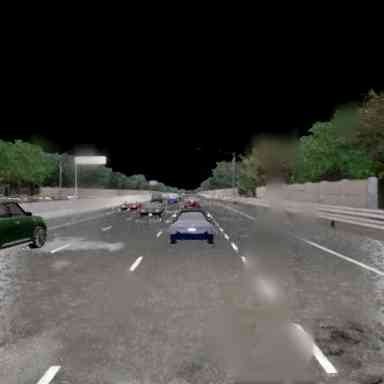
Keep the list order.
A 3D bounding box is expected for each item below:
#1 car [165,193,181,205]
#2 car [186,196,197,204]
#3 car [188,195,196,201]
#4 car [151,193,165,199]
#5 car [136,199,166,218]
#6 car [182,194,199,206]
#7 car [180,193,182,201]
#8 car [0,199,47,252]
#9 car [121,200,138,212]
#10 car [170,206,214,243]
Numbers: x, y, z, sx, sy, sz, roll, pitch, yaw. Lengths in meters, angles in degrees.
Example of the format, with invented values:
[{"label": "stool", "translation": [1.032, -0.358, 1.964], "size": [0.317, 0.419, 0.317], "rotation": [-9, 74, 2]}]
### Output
[{"label": "car", "translation": [-3.505, 1.520, 62.162], "size": [1.882, 1.535, 5.008], "rotation": [0, 0, 0]}, {"label": "car", "translation": [-0.005, 1.592, 64.118], "size": [2.033, 1.411, 5.357], "rotation": [0, 0, 0]}, {"label": "car", "translation": [-0.007, 1.594, 85.197], "size": [1.812, 1.442, 4.674], "rotation": [0, 0, 0]}, {"label": "car", "translation": [-7.008, 1.270, 67.247], "size": [2.150, 2.045, 5.566], "rotation": [0, 0, 0]}, {"label": "car", "translation": [-3.504, 1.615, 30.172], "size": [1.895, 1.301, 4.718], "rotation": [0, 0, 0]}, {"label": "car", "translation": [-0.004, 1.381, 48.073], "size": [2.097, 1.767, 4.553], "rotation": [0, 0, 0]}, {"label": "car", "translation": [-3.507, 1.543, 81.232], "size": [1.882, 1.535, 5.008], "rotation": [0, 0, 0]}, {"label": "car", "translation": [-7.000, 1.226, 11.267], "size": [2.150, 2.045, 5.566], "rotation": [0, 0, 0]}, {"label": "car", "translation": [-7.003, 1.622, 39.191], "size": [1.895, 1.301, 4.718], "rotation": [0, 0, 0]}, {"label": "car", "translation": [0.000, 1.570, 16.141], "size": [1.994, 1.385, 4.181], "rotation": [0, 0, 0]}]
